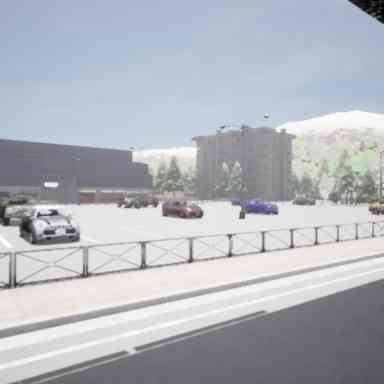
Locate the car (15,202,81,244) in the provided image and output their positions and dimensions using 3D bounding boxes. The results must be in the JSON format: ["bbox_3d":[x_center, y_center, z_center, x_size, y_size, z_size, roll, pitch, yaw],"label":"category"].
[{"bbox_3d":[-6.392,1.391,14.890,1.970,1.475,3.806,1,0,-36],"label":"car"}]

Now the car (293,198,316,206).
[{"bbox_3d":[22.935,2.070,67.975,1.837,1.490,4.892,1,0,-36],"label":"car"}]

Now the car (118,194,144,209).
[{"bbox_3d":[-8.628,1.258,45.165,1.905,1.878,3.866,1,0,-36],"label":"car"}]

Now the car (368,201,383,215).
[{"bbox_3d":[21.361,1.702,34.971,2.152,1.636,5.027,1,0,-36],"label":"car"}]

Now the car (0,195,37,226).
[{"bbox_3d":[-11.381,1.124,21.746,1.932,1.855,4.605,1,0,-36],"label":"car"}]

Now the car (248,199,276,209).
[{"bbox_3d":[10.561,1.752,50.195,1.970,1.475,3.806,1,0,-36],"label":"car"}]

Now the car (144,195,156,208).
[{"bbox_3d":[-6.513,1.307,47.199,1.932,1.855,4.605,1,0,-36],"label":"car"}]

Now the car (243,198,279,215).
[{"bbox_3d":[7.265,1.571,34.266,1.845,1.501,3.633,1,0,-36],"label":"car"}]

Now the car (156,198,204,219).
[{"bbox_3d":[-0.864,1.450,28.455,2.007,1.523,4.514,1,0,-36],"label":"car"}]

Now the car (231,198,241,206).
[{"bbox_3d":[8.637,1.769,57.957,1.845,1.501,3.633,1,0,-36],"label":"car"}]

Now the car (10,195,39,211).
[{"bbox_3d":[-19.005,1.207,37.681,2.152,1.636,5.027,1,0,-36],"label":"car"}]
